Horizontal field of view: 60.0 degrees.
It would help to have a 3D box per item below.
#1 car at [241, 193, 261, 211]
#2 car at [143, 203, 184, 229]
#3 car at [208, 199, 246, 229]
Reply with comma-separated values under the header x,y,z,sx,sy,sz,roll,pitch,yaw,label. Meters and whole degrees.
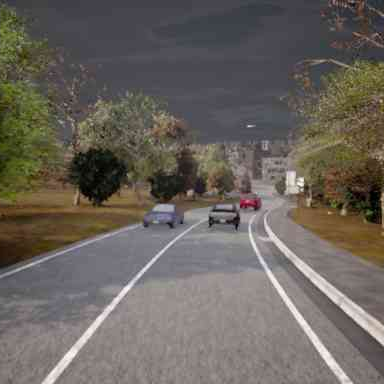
x,y,z,sx,sy,sz,roll,pitch,yaw,label
7.429,1.220,41.986,2.150,2.045,5.566,2,0,18,car
-1.658,1.437,21.033,1.812,1.442,4.674,1,0,10,car
2.206,1.463,21.679,2.128,1.511,4.902,1,0,10,car
